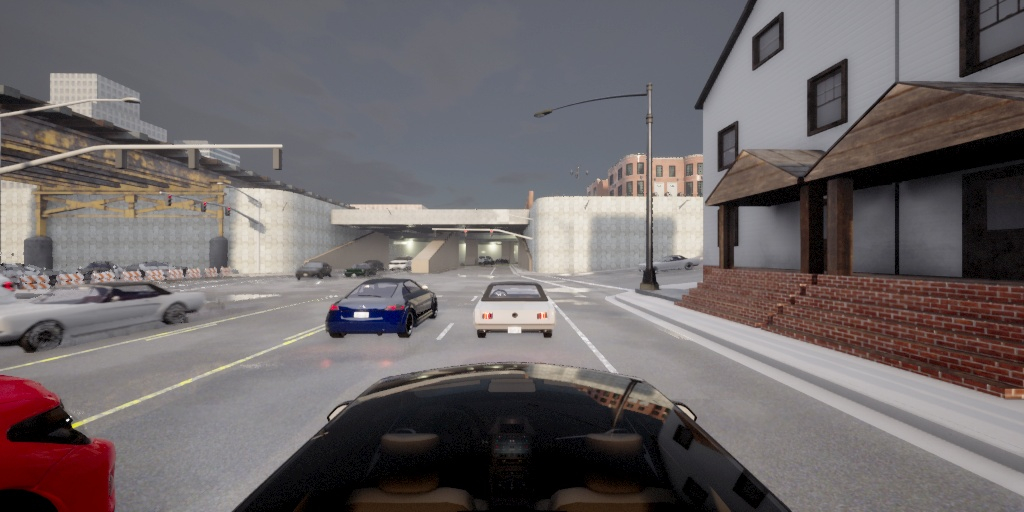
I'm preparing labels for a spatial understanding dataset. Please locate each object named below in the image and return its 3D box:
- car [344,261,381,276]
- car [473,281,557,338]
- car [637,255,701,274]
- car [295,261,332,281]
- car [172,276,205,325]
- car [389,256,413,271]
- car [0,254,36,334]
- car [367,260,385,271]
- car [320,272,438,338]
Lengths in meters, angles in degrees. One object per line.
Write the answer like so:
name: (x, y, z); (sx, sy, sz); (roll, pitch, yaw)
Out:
car: (-14.037, 1.351, 33.442); (1.895, 1.301, 4.718); (0, 0, -7)
car: (0.071, 1.351, 10.156); (1.895, 1.301, 4.718); (0, 0, 0)
car: (13.056, 0.665, 30.135); (4.718, 1.301, 1.895); (-7, 0, 0)
car: (-17.001, 1.228, 30.925); (1.882, 1.535, 5.008); (-1, 0, -14)
car: (-10.580, 1.351, 8.994); (1.895, 1.301, 4.718); (0, 0, 0)
car: (-14.902, 0.972, 48.737); (2.150, 2.045, 5.566); (0, 0, -1)
car: (-14.089, 0.971, 7.008); (2.150, 2.045, 5.566); (0, 0, 0)
car: (-18.371, 1.227, 47.280); (1.882, 1.535, 5.008); (0, 0, -1)
car: (-3.431, 1.314, 10.201); (1.994, 1.385, 4.181); (0, 0, 0)
